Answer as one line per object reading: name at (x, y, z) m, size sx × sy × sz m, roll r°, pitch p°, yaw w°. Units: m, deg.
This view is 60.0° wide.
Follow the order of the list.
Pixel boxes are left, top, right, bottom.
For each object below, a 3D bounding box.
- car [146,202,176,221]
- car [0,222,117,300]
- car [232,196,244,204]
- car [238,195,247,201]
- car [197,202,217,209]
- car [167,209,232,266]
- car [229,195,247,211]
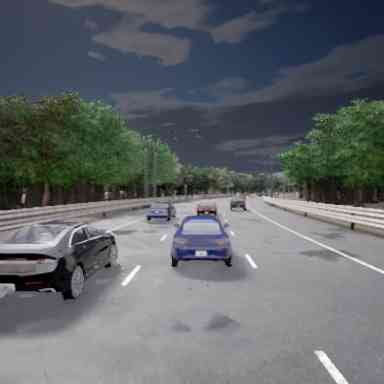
car at (-2.411, 1.545, 27.023) m, size 2.033 × 1.411 × 5.357 m, roll 0°, pitch 0°, yaw 4°
car at (-3.256, 1.489, 8.363) m, size 2.128 × 1.511 × 4.902 m, roll 0°, pitch 0°, yaw 1°
car at (8.899, 1.464, 64.700) m, size 2.128 × 1.511 × 4.902 m, roll 0°, pitch 0°, yaw 10°
car at (13.213, 1.509, 86.619) m, size 2.128 × 1.511 × 4.902 m, roll 0°, pitch 0°, yaw 13°
car at (1.514, 1.601, 32.425) m, size 1.895 × 1.301 × 4.718 m, roll 0°, pitch 0°, yaw 5°
car at (0.324, 1.527, 11.463) m, size 1.812 × 1.442 × 4.674 m, roll 0°, pitch 0°, yaw 2°
car at (5.717, 1.460, 41.430) m, size 1.837 × 1.490 × 4.892 m, roll 0°, pitch 0°, yaw 7°
